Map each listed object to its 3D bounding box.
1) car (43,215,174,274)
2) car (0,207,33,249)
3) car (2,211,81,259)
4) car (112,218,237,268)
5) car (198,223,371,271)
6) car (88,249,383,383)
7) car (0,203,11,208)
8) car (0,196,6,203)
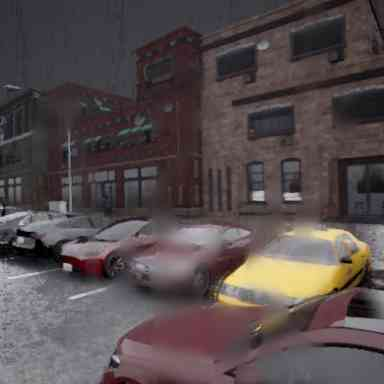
[{"bbox_3d":[-1.768,1.543,10.524,2.163,1.488,4.792,0,0,38],"label":"car"},{"bbox_3d":[-6.065,1.522,13.895,2.231,1.521,4.892,0,0,39],"label":"car"},{"bbox_3d":[-3.895,1.548,12.234,2.163,1.488,4.792,0,0,38],"label":"car"},{"bbox_3d":[0.432,1.547,8.905,2.002,1.452,4.674,0,0,37],"label":"car"},{"bbox_3d":[2.517,1.494,7.133,1.946,1.575,5.366,0,0,36],"label":"car"},{"bbox_3d":[1.323,1.531,2.492,4.674,1.442,1.812,0,0,36],"label":"car"},{"bbox_3d":[-10.418,1.552,17.400,2.163,1.488,4.792,0,0,40],"label":"car"},{"bbox_3d":[-14.583,1.289,20.942,2.435,2.045,5.566,-1,-1,42],"label":"car"}]
